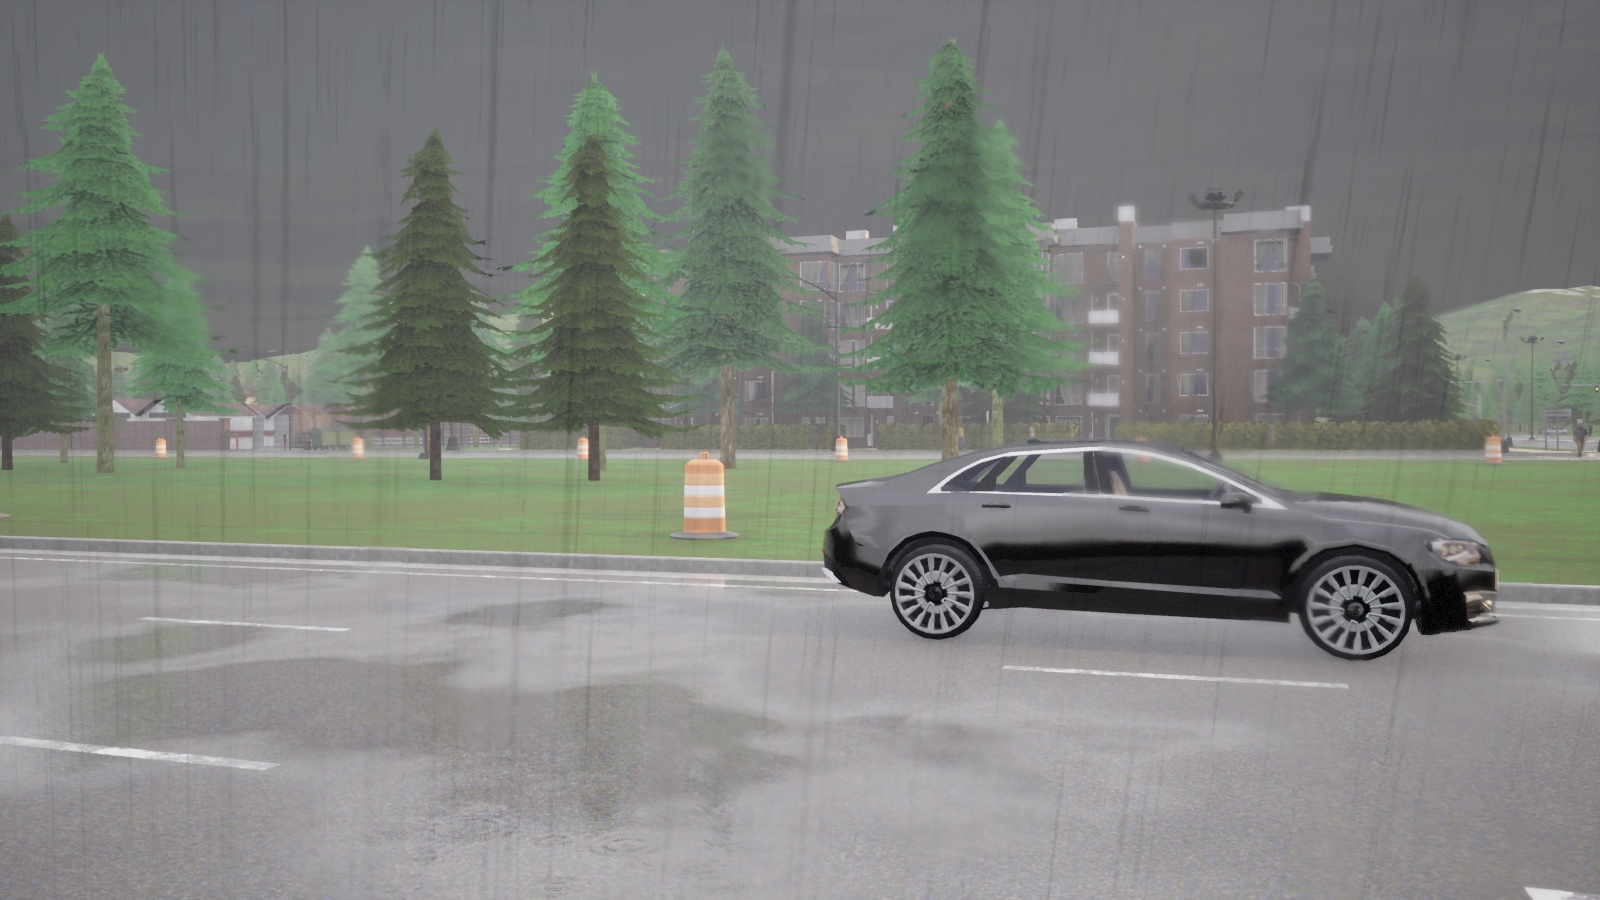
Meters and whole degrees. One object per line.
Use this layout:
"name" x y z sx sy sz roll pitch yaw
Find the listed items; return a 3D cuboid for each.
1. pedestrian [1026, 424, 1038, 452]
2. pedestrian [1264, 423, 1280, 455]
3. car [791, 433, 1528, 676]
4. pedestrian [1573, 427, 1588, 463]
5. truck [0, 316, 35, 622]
"pedestrian" 15.145 -0.799 81.920 0.706 1.836 0.354 1 1 19
"pedestrian" 29.061 -0.673 77.276 0.873 1.952 0.659 1 1 19
"car" 2.596 0.637 9.704 4.902 1.511 2.128 1 1 19
"pedestrian" 39.866 -0.259 64.130 0.540 1.848 0.694 1 1 22
"truck" -9.224 0.145 9.983 5.204 2.467 2.627 1 1 19
